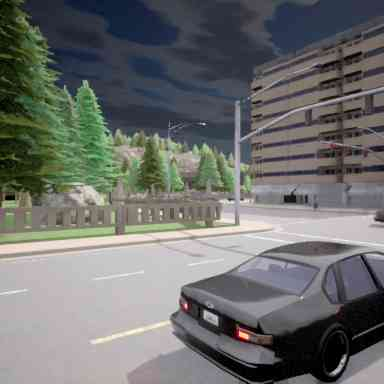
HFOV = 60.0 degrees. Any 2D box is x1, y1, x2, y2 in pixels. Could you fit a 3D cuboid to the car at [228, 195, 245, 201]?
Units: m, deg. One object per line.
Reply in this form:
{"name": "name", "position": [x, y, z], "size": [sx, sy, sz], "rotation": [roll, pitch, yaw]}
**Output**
{"name": "car", "position": [10.400, 1.484, 78.788], "size": [2.033, 1.411, 5.357], "rotation": [0, 0, 40]}

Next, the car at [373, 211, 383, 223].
{"name": "car", "position": [13.971, 1.525, 20.029], "size": [2.033, 1.411, 5.357], "rotation": [0, 0, -35]}

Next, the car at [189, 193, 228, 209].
{"name": "car", "position": [1.392, 1.163, 38.920], "size": [2.150, 2.045, 5.566], "rotation": [0, 0, -29]}

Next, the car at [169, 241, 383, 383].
{"name": "car", "position": [2.277, 1.547, 5.414], "size": [5.357, 1.411, 2.033], "rotation": [0, 0, -35]}

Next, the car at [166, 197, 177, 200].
{"name": "car", "position": [-3.566, 1.492, 56.325], "size": [2.033, 1.411, 5.357], "rotation": [0, 0, -2]}
